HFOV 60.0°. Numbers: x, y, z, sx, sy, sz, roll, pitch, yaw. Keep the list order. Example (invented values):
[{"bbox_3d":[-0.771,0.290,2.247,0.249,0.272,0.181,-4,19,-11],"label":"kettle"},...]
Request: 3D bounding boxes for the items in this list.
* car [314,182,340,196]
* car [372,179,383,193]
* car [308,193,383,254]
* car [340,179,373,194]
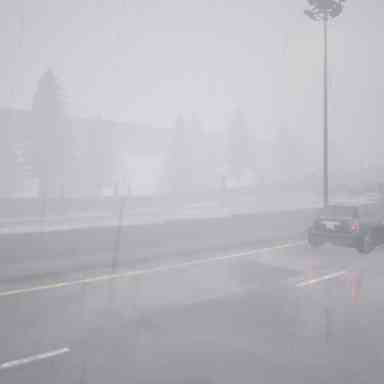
[{"bbox_3d":[15.570,-0.404,36.677,4.718,1.301,1.895,-8,5,-35],"label":"car"},{"bbox_3d":[19.508,-0.767,30.888,5.566,2.045,2.150,-8,5,-35],"label":"car"},{"bbox_3d":[6.491,1.116,12.716,4.553,1.767,2.097,-3,2,-36],"label":"car"},{"bbox_3d":[17.564,-0.522,33.798,5.008,1.535,1.882,-8,5,-35],"label":"car"}]
